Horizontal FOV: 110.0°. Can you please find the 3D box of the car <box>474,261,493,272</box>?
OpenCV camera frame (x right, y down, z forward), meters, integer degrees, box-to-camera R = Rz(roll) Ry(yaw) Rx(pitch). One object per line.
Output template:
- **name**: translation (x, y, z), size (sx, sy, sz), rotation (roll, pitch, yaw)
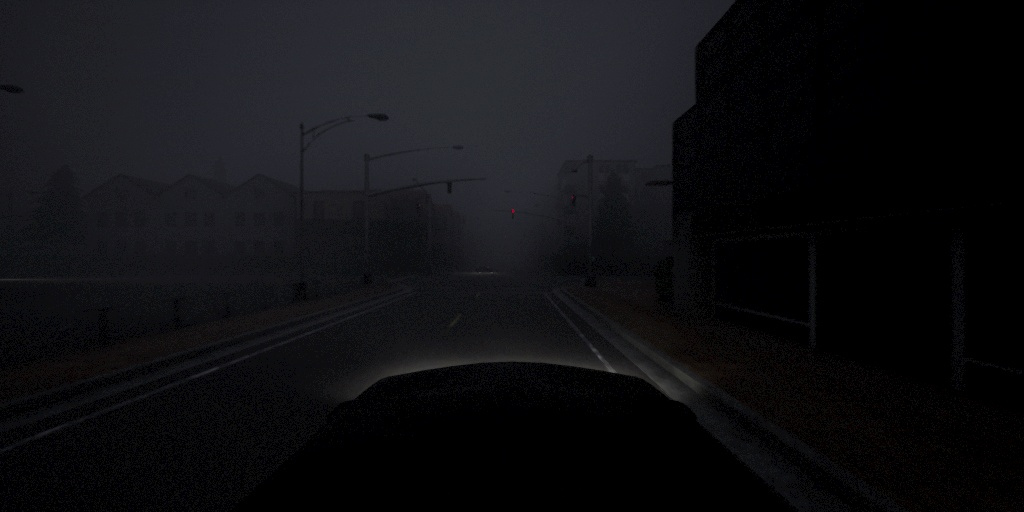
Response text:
- **car**: translation (-3.491, 1.322, 44.869), size (1.812, 1.442, 4.674), rotation (0, 1, 0)
